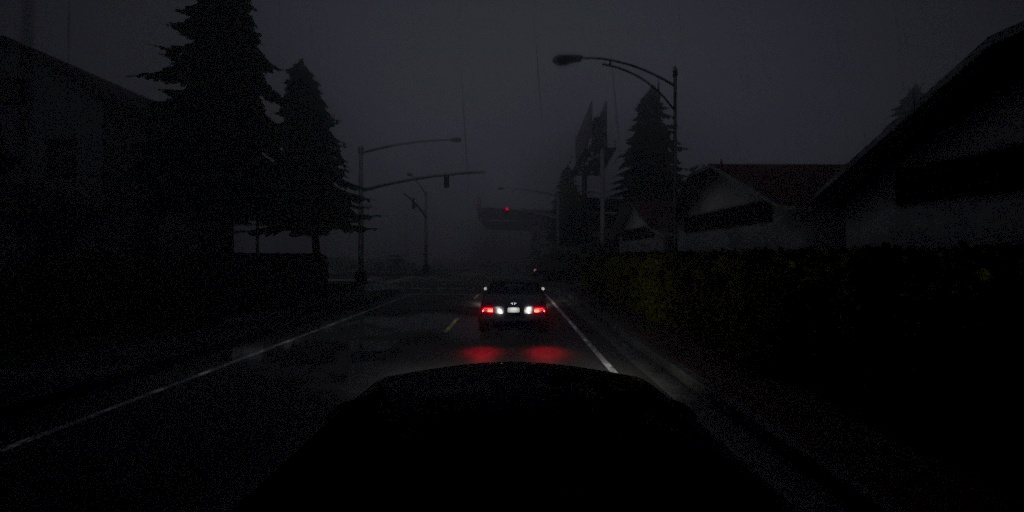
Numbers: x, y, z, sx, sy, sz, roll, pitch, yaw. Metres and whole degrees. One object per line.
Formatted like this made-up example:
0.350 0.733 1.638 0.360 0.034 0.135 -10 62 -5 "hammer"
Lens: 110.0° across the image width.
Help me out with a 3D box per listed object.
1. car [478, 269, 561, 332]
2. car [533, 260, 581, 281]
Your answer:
0.061 1.295 10.810 2.033 1.411 5.357 0 0 1 "car"
3.699 1.041 26.333 4.553 1.767 2.097 -1 0 0 "car"
